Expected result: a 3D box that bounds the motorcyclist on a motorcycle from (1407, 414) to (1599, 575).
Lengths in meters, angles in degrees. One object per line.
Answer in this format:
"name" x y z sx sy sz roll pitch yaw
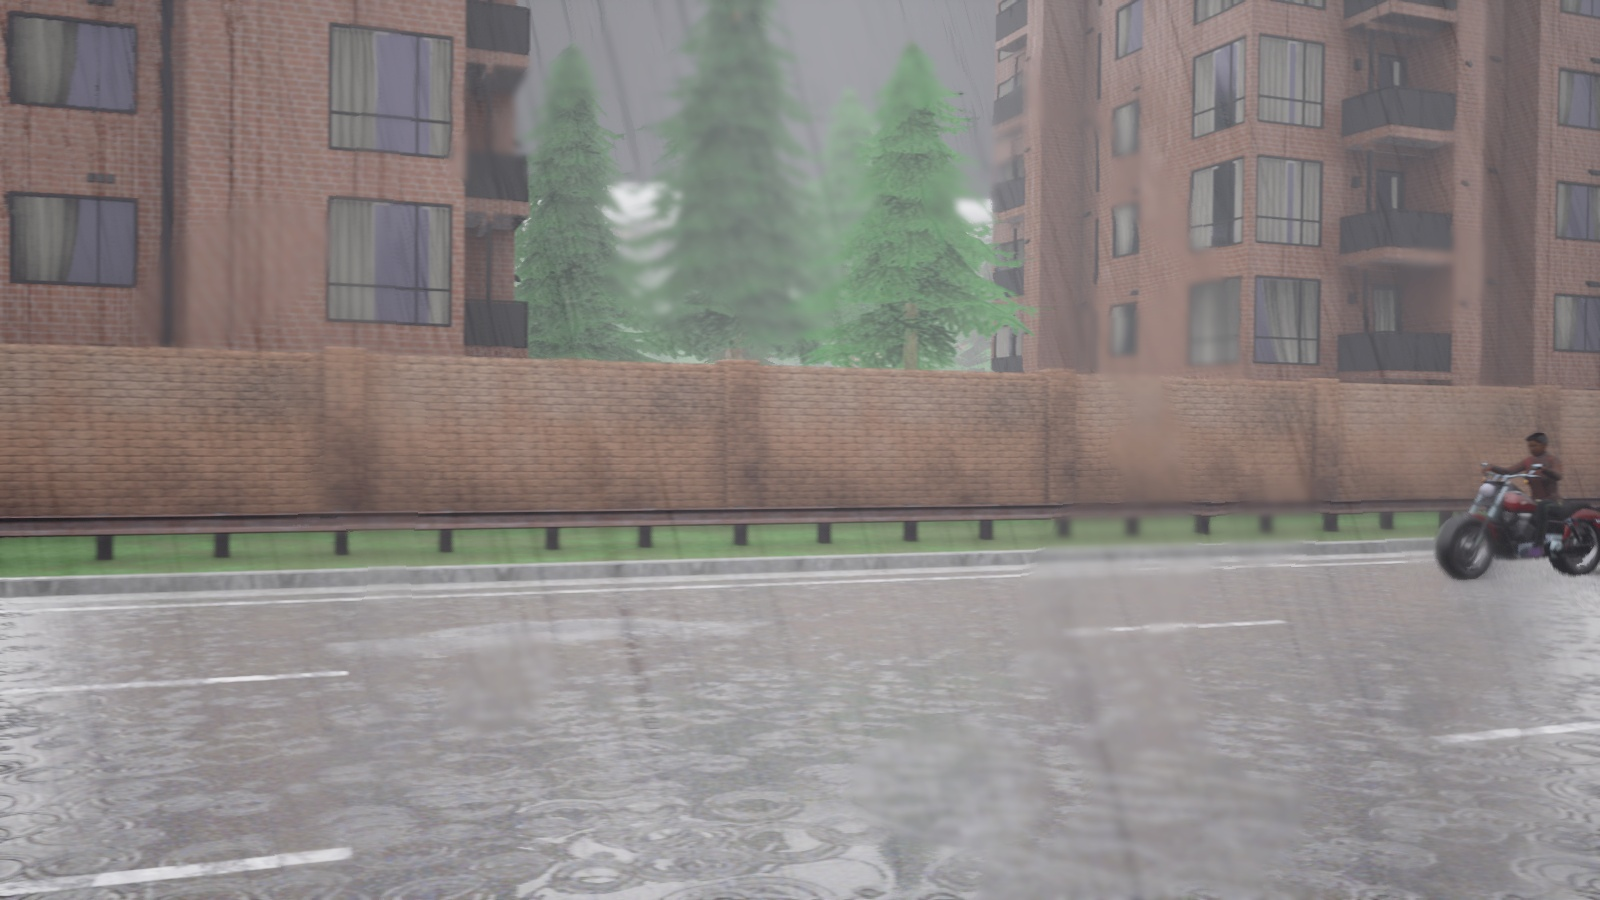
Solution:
"motorcyclist on a motorcycle" 7.838 0.441 13.701 2.350 1.649 0.766 -1 1 -21
